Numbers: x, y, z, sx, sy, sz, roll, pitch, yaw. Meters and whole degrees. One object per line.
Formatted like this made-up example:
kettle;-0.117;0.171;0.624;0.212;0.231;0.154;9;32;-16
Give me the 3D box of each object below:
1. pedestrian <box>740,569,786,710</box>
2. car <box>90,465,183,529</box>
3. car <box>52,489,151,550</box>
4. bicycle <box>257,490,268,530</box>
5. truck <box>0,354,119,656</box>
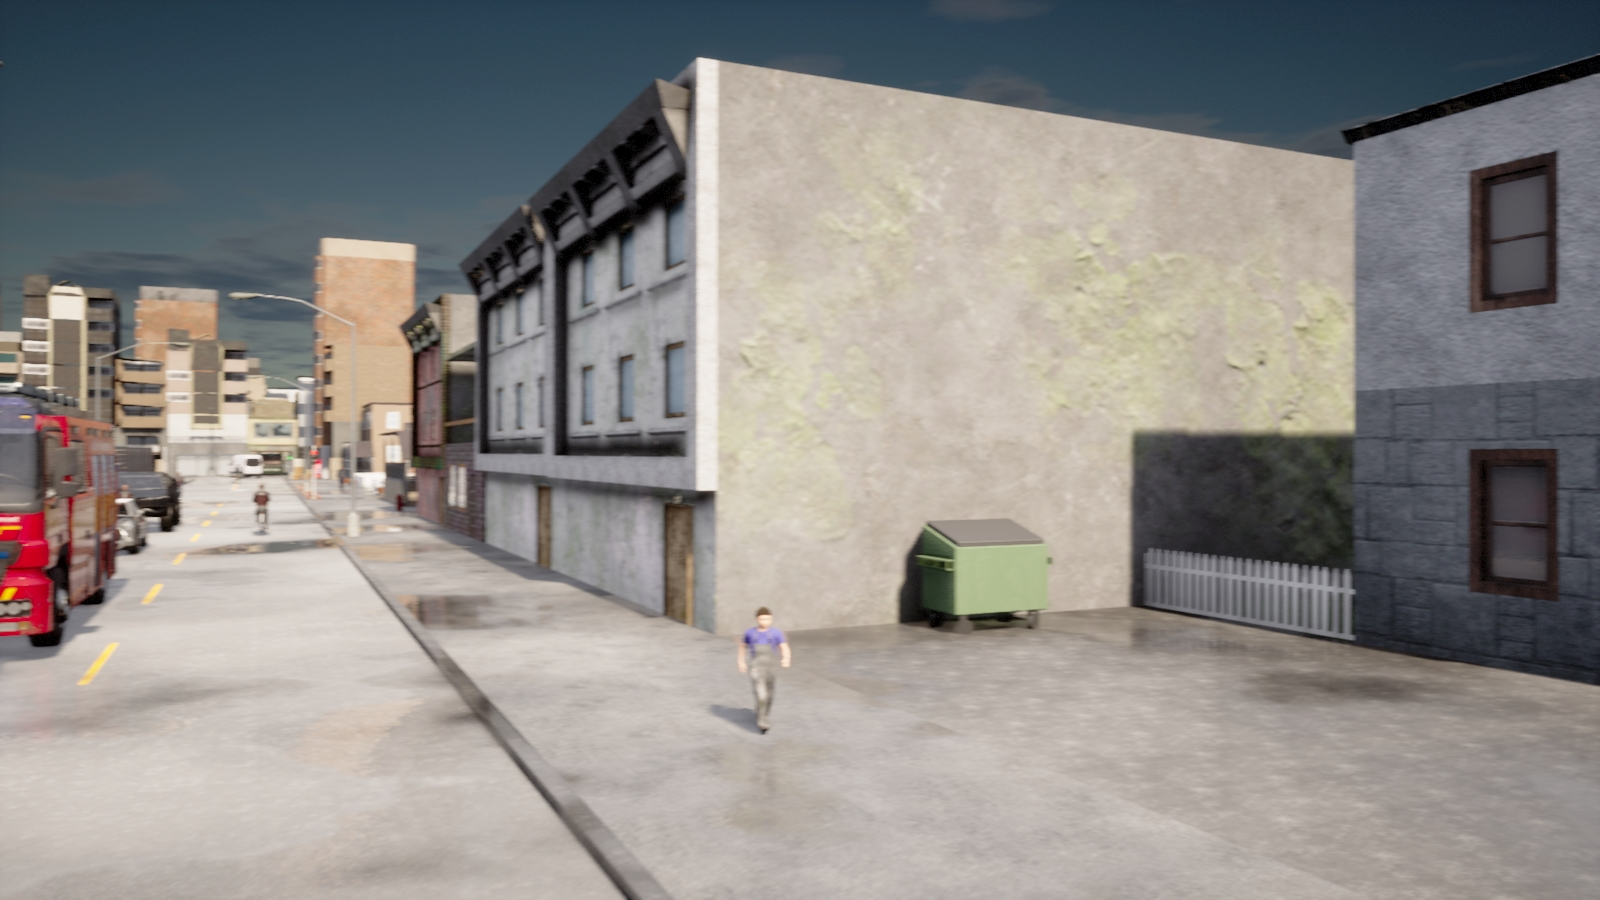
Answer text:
pedestrian;-0.366;1.835;11.154;0.375;1.300;0.375;0;0;-15
car;-23.964;1.614;41.514;2.390;2.098;6.274;0;0;-25
car;-19.560;1.906;32.165;1.970;1.475;3.806;0;0;-25
bicycle;-18.213;2.020;38.682;0.329;1.271;1.835;0;0;-25
truck;-12.826;0.703;17.886;2.891;3.827;8.468;0;0;-25
